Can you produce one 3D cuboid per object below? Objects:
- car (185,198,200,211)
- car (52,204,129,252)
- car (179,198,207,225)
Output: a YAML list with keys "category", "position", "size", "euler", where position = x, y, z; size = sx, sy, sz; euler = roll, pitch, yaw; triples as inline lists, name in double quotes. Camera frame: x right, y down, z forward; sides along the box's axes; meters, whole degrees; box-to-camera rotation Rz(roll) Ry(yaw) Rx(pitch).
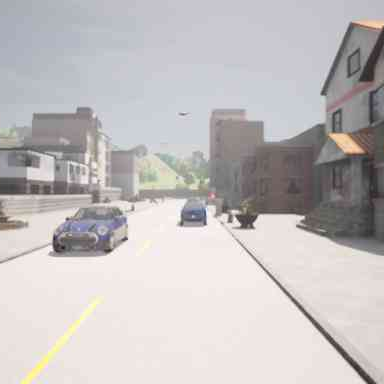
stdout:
- category: "car"
  position: [0.086, 1.541, 43.213]
  size: [1.837, 1.490, 4.892]
  euler: [0, 0, 0]
- category: "car"
  position: [-4.000, 1.364, 13.831]
  size: [2.097, 1.767, 4.553]
  euler: [0, 0, 0]
- category: "car"
  position: [0.102, 1.498, 24.416]
  size: [1.882, 1.535, 5.008]
  euler: [0, 0, 0]
